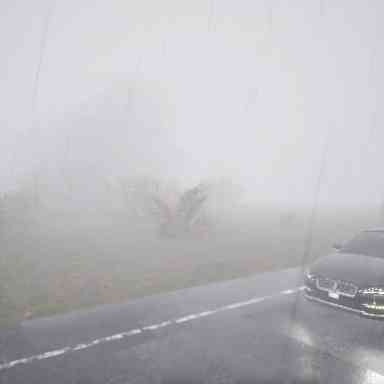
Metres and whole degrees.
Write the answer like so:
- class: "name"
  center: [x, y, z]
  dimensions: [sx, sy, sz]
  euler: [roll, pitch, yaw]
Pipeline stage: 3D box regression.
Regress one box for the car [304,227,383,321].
- class: "car"
  center: [4.428, 1.542, 7.151]
  dimensions: [4.892, 1.490, 1.837]
  euler: [0, 0, -35]
